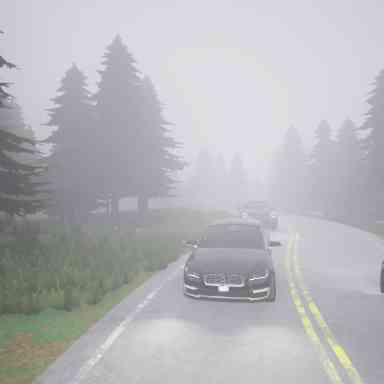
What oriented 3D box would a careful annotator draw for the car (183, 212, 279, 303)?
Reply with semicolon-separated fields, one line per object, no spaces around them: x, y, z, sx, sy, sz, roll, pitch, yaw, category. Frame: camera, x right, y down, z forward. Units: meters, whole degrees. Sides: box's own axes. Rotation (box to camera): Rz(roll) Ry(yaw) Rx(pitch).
1.093;1.496;8.415;1.837;1.490;4.892;-1;0;12;car

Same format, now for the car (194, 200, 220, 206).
1.931;1.798;44.862;1.812;1.442;4.674;3;-5;-35;car

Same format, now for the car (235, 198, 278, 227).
3.881;1.270;20.367;2.097;1.767;4.553;-1;0;5;car

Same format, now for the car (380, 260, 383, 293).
4.495;1.308;4.644;2.097;1.767;4.553;-1;0;8;car

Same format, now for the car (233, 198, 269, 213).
6.212;1.410;35.736;1.837;1.490;4.892;2;-1;-16;car
